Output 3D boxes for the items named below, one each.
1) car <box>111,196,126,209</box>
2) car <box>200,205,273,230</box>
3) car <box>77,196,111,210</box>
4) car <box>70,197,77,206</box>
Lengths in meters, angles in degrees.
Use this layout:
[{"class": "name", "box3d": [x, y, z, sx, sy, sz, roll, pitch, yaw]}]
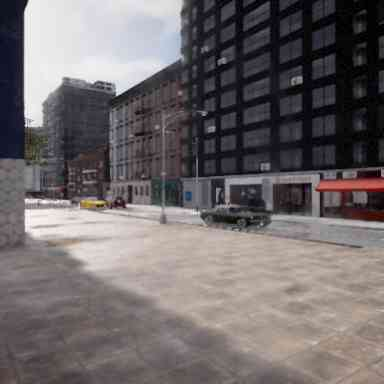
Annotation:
[{"class": "car", "box3d": [-10.318, 1.265, 43.366, 2.097, 1.767, 4.553, 0, 0, -34]}, {"class": "car", "box3d": [2.600, 1.480, 20.284, 1.895, 1.301, 4.718, 0, 0, -36]}, {"class": "car", "box3d": [-12.169, 1.397, 40.975, 1.882, 1.535, 5.008, 0, 0, -35]}, {"class": "car", "box3d": [-18.474, 1.482, 54.742, 2.033, 1.411, 5.357, 0, 0, -35]}]
